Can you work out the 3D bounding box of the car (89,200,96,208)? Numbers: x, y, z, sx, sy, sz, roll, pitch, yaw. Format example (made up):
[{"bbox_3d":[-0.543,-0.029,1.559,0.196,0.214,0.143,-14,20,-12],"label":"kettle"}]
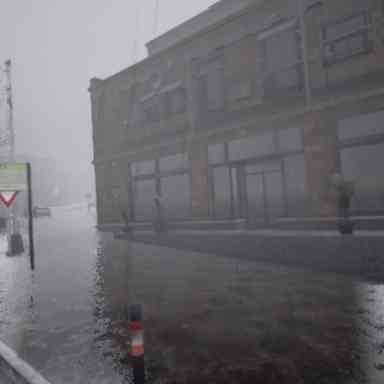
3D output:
[{"bbox_3d":[-18.397,2.168,65.199,1.812,1.442,4.674,-5,2,22],"label":"car"}]

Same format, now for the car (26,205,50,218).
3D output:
[{"bbox_3d":[-18.897,2.380,40.718,2.128,1.511,4.902,-1,-2,-40],"label":"car"}]
